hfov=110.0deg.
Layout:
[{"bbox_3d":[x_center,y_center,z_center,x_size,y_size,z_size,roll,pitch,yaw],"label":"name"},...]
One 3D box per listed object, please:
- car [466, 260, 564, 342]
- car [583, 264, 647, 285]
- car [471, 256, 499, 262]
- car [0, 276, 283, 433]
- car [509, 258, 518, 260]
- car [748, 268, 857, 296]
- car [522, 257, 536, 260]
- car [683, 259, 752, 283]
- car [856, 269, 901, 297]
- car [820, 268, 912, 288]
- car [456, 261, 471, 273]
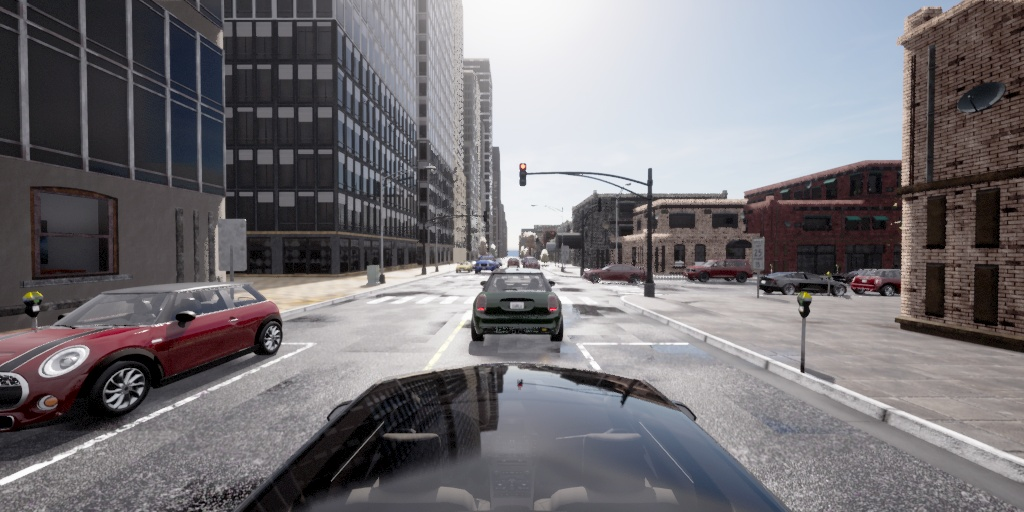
[{"bbox_3d":[0.155,1.100,9.953,2.097,1.767,4.553,0,0,1],"label":"car"},{"bbox_3d":[7.725,1.317,26.852,4.674,1.442,1.812,1,1,9],"label":"car"},{"bbox_3d":[-2.990,0.962,41.540,2.150,2.045,5.566,0,0,1],"label":"car"},{"bbox_3d":[-5.682,1.188,5.659,1.967,1.591,4.097,0,0,0],"label":"car"},{"bbox_3d":[0.255,1.090,64.465,2.097,1.767,4.553,0,0,0],"label":"car"},{"bbox_3d":[16.458,1.547,20.480,4.313,1.339,1.948,0,0,1],"label":"car"},{"bbox_3d":[2.807,1.179,49.175,1.967,1.591,4.097,0,0,0],"label":"car"},{"bbox_3d":[16.585,1.165,28.858,5.009,1.841,2.192,0,0,1],"label":"car"},{"bbox_3d":[22.005,1.474,20.395,4.097,1.591,1.967,0,0,1],"label":"car"},{"bbox_3d":[25.681,1.578,26.123,4.718,1.301,1.895,1,1,1],"label":"car"},{"bbox_3d":[-5.725,1.265,43.437,1.751,1.417,4.829,0,0,0],"label":"car"}]
